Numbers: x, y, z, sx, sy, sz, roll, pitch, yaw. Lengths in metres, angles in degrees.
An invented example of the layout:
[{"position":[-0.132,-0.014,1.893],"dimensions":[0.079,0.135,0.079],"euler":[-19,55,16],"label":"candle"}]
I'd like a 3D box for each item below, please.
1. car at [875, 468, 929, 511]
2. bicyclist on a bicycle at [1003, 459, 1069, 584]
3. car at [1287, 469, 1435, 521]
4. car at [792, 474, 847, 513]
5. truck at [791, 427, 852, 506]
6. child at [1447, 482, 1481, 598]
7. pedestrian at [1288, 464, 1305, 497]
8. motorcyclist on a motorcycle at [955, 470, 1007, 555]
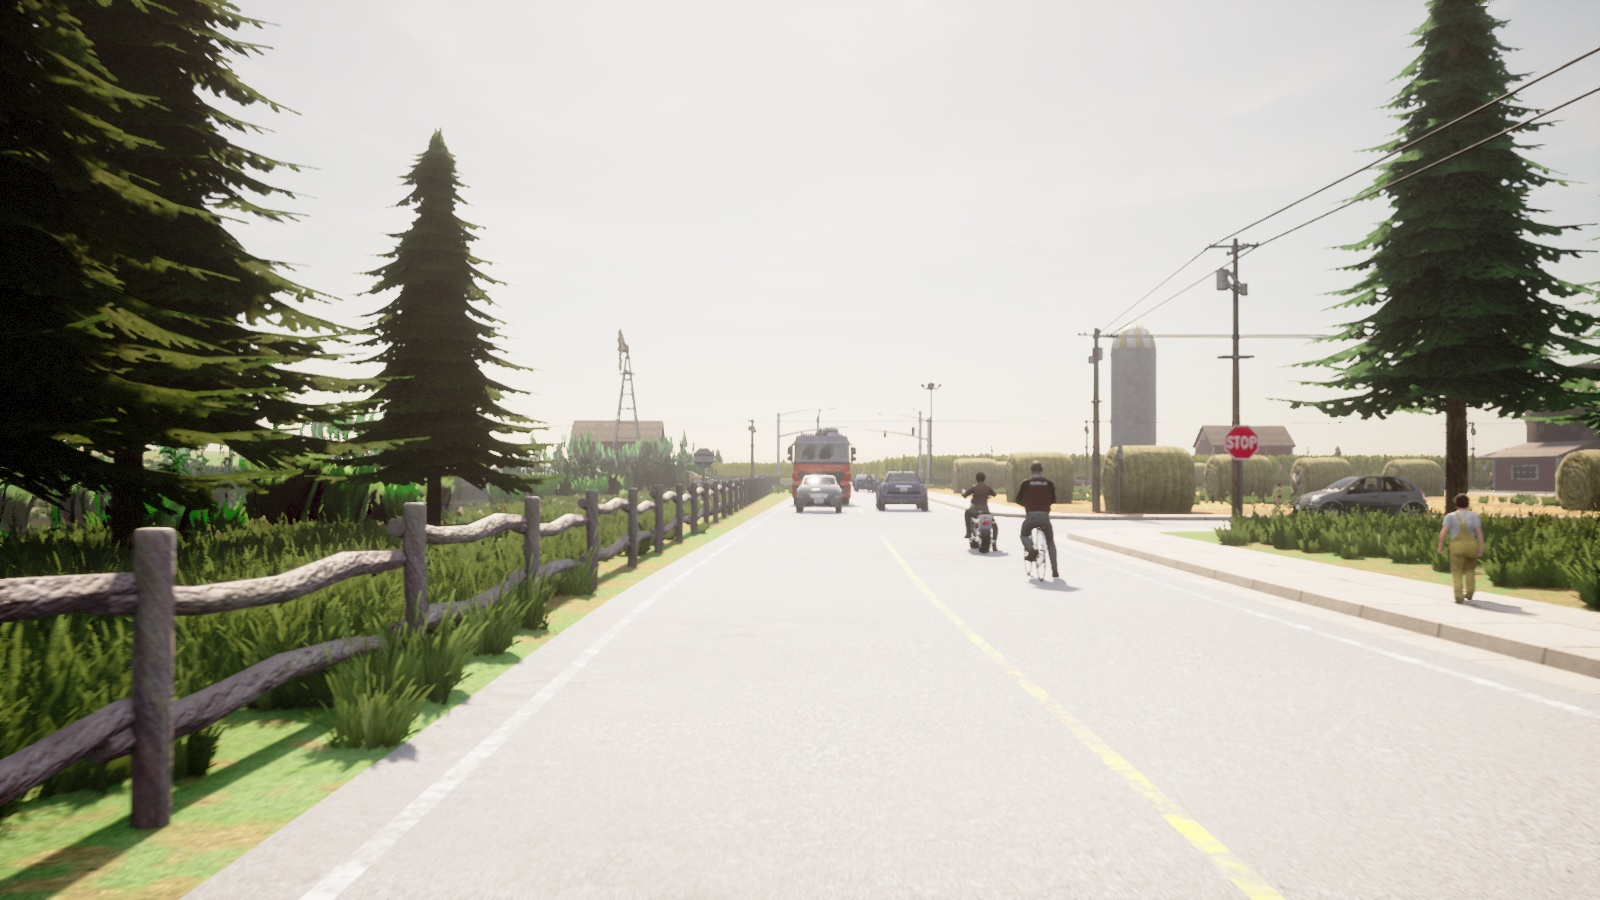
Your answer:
[{"position":[4.394,1.696,54.624],"dimensions":[2.097,1.767,4.553],"euler":[0,-1,1],"label":"car"},{"position":[3.495,1.025,18.727],"dimensions":[0.659,1.776,1.843],"euler":[0,-1,1],"label":"bicyclist on a bicycle"},{"position":[18.235,1.454,40.962],"dimensions":[3.988,1.617,1.851],"euler":[0,-1,-1],"label":"car"},{"position":[0.809,1.745,51.296],"dimensions":[2.128,1.511,4.902],"euler":[0,-1,1],"label":"car"},{"position":[1.148,0.881,64.751],"dimensions":[2.891,3.827,8.468],"euler":[0,-1,1],"label":"truck"},{"position":[7.367,0.988,13.935],"dimensions":[0.270,1.263,0.437],"euler":[-1,-1,22],"label":"child"},{"position":[28.085,1.716,70.987],"dimensions":[0.540,1.848,0.694],"euler":[0,-1,-33],"label":"pedestrian"},{"position":[3.651,1.235,25.556],"dimensions":[0.766,1.649,2.350],"euler":[0,-1,1],"label":"motorcyclist on a motorcycle"}]
